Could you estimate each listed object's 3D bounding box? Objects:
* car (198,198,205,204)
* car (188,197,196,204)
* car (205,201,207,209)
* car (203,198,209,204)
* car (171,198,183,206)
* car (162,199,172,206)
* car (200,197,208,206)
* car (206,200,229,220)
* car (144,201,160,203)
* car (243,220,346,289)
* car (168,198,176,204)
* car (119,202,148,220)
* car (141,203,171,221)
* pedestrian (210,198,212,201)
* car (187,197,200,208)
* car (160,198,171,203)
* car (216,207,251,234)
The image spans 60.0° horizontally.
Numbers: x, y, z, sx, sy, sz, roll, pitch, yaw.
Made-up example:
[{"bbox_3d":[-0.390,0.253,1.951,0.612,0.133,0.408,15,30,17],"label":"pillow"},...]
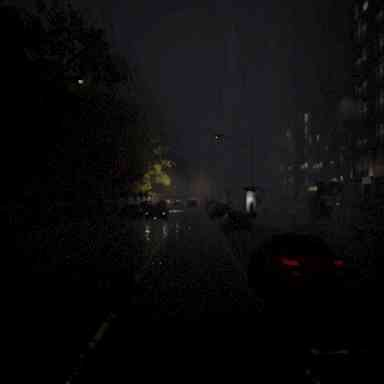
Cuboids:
[{"bbox_3d":[2.689,2.546,93.773,1.752,1.417,4.829,0,-1,0],"label":"car"},{"bbox_3d":[0.000,2.124,83.949,2.097,1.767,4.553,0,-1,0],"label":"car"},{"bbox_3d":[2.689,1.960,37.282,1.802,1.307,4.206,0,-1,0],"label":"car"},{"bbox_3d":[3.000,1.989,49.259,1.882,1.535,5.008,0,-1,0],"label":"car"},{"bbox_3d":[-3.000,2.290,70.796,1.994,1.385,4.181,0,-1,0],"label":"car"},{"bbox_3d":[-5.691,2.375,76.707,2.008,1.369,4.403,0,-1,0],"label":"car"},{"bbox_3d":[2.690,2.075,71.077,2.192,1.841,5.009,0,-1,0],"label":"car"},{"bbox_3d":[2.691,1.758,31.652,1.967,1.590,4.097,0,-1,0],"label":"car"},{"bbox_3d":[-5.691,1.879,42.915,1.967,1.590,4.097,0,-1,0],"label":"car"},{"bbox_3d":[2.691,1.674,9.122,1.802,1.307,4.206,0,-1,0],"label":"car"},{"bbox_3d":[-5.691,2.458,93.603,1.967,1.590,4.097,0,-1,0],"label":"car"},{"bbox_3d":[-5.690,1.884,31.651,1.947,1.339,4.313,0,-1,0],"label":"car"},{"bbox_3d":[-3.099,1.905,30.246,1.895,1.301,4.718,0,-1,0],"label":"car"},{"bbox_3d":[3.000,1.839,52.265,0.375,1.860,0.375,0,-1,-3],"label":"pedestrian"},{"bbox_3d":[0.000,2.152,63.533,1.882,1.535,5.008,0,-1,0],"label":"car"},{"bbox_3d":[-5.691,2.278,65.442,1.802,1.307,4.206,0,-1,0],"label":"car"},{"bbox_3d":[2.691,1.787,20.387,1.802,1.307,4.206,0,-1,0],"label":"car"}]
